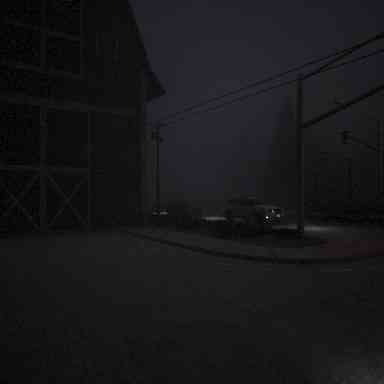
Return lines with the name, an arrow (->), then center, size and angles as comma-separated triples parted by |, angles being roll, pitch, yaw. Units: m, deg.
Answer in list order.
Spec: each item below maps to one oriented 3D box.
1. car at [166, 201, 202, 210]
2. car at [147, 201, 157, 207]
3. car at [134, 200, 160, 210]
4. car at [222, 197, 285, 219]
car -> -0.904, 1.708, 34.735 | 1.882, 1.535, 5.008 | 0, 0, -35
car -> -6.290, 1.786, 42.597 | 1.837, 1.490, 4.892 | 0, 0, -34
car -> -6.719, 1.922, 49.570 | 1.895, 1.301, 4.718 | 0, 0, -34
car -> 4.736, 1.400, 26.509 | 2.150, 2.045, 5.566 | 0, 0, -34
